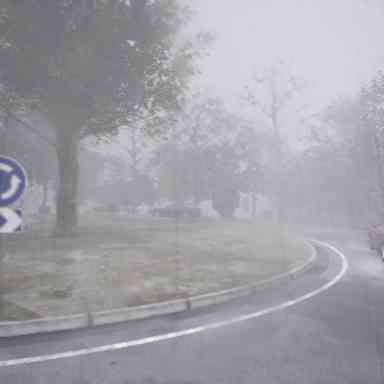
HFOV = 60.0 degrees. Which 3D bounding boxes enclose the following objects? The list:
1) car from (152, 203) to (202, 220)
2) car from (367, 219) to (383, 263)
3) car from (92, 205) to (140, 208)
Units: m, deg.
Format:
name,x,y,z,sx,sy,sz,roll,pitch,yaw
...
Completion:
name,x,y,z,sx,sy,sz,roll,pitch,yaw
car,-1.500,1.852,32.282,5.008,1.535,1.882,1,-2,23
car,8.310,1.663,12.985,2.097,1.767,4.553,1,-1,20
car,-7.604,1.527,33.288,4.718,1.301,1.895,1,-1,-2
